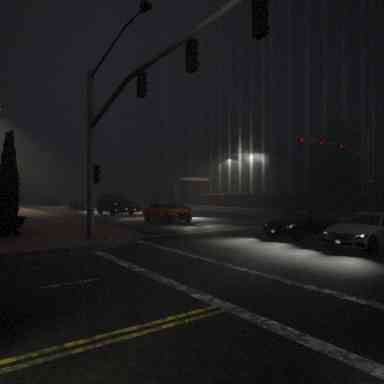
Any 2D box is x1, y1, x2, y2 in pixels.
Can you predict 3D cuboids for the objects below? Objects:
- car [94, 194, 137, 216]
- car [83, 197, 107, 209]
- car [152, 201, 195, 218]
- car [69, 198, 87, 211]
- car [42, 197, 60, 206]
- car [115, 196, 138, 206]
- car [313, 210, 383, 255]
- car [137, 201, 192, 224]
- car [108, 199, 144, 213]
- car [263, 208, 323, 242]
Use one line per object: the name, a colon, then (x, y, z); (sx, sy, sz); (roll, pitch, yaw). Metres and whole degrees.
car: (-7.687, 1.221, 33.019); (2.150, 2.045, 5.566); (0, 0, -36)
car: (-13.933, 1.526, 47.610); (1.812, 1.442, 4.674); (0, 0, -36)
car: (-1.771, 1.564, 30.829); (1.994, 1.385, 4.181); (0, 0, -36)
car: (-13.889, 1.492, 41.572); (2.128, 1.511, 4.902); (0, 0, -36)
car: (-23.117, 1.534, 54.438); (1.837, 1.490, 4.892); (0, 0, -36)
car: (-11.067, 1.477, 55.882); (1.882, 1.535, 5.008); (0, 0, -36)
car: (7.192, 1.525, 13.453); (4.674, 1.442, 1.812); (0, 0, -36)
car: (-1.942, 1.478, 25.116); (1.882, 1.535, 5.008); (0, 0, -36)
car: (-7.888, 1.547, 39.254); (2.033, 1.411, 5.357); (0, 0, -36)
car: (5.605, 1.525, 16.623); (4.674, 1.442, 1.812); (0, 0, -36)
